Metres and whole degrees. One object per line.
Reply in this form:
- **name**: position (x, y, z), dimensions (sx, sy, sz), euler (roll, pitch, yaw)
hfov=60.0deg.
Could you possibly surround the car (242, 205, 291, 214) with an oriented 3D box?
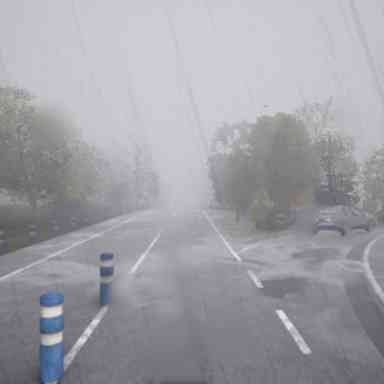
- **car**: position (8.063, 1.254, 36.073), dimensions (2.150, 2.045, 5.566), euler (6, -5, -44)

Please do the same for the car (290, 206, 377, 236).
- **car**: position (7.484, 1.408, 16.835), dimensions (5.357, 1.411, 2.033), euler (1, -6, -42)
